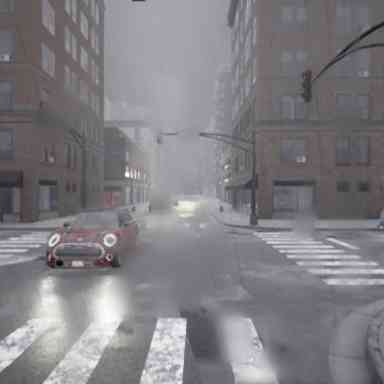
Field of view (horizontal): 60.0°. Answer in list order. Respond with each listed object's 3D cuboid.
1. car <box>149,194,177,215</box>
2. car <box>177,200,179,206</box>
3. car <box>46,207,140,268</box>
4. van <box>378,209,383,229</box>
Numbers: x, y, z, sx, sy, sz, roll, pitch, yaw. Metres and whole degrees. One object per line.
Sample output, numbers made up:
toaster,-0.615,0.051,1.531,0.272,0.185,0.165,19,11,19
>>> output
car,-3.075,1.232,34.150,2.150,2.045,5.566,0,0,0
car,-3.055,1.541,50.785,1.812,1.442,4.674,0,0,0
car,-3.094,1.353,11.256,2.097,1.767,4.553,0,0,0
van,12.067,1.355,17.486,3.998,1.788,1.690,0,0,0
